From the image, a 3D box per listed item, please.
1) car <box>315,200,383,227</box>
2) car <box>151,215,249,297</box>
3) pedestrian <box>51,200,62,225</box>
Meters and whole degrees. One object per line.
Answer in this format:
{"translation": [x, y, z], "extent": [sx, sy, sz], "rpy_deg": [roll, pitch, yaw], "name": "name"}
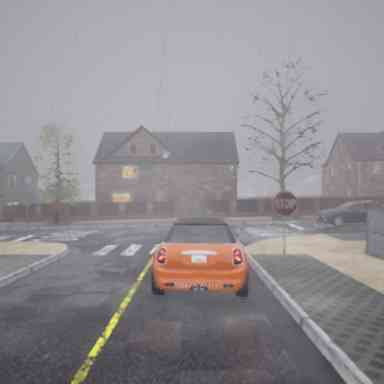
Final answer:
{"translation": [10.252, 1.320, 20.813], "extent": [4.892, 1.490, 1.837], "rpy_deg": [-1, 1, 0], "name": "car"}
{"translation": [0.294, 1.406, 8.929], "extent": [2.097, 1.767, 4.553], "rpy_deg": [0, 0, 4], "name": "car"}
{"translation": [-9.654, 1.401, 23.685], "extent": [0.375, 1.860, 0.375], "rpy_deg": [0, 2, 0], "name": "pedestrian"}
